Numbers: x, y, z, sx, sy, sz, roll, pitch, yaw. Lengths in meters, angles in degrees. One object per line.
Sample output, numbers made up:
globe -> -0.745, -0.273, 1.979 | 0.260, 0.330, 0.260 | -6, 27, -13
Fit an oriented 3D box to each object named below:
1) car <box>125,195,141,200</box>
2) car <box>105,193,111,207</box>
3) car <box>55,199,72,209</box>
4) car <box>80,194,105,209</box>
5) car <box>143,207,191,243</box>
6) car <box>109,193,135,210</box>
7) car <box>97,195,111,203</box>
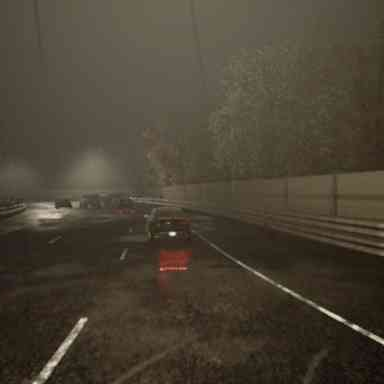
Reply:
car -> -16.069, 1.528, 91.030 | 1.812, 1.442, 4.674 | 0, 0, 26
car -> -11.250, 1.215, 48.716 | 2.150, 2.045, 5.566 | 0, -1, -27
car -> -17.739, 1.607, 45.921 | 2.033, 1.411, 5.357 | 0, 0, -27
car -> -14.435, 1.262, 47.144 | 2.150, 2.045, 5.566 | 0, 0, -27
car -> -1.239, 1.495, 16.224 | 1.837, 1.490, 4.892 | -1, 0, -10
car -> -9.108, 1.386, 43.863 | 2.097, 1.767, 4.553 | -1, 1, -23
car -> -19.061, 1.518, 72.432 | 1.882, 1.535, 5.008 | 0, 0, -2
